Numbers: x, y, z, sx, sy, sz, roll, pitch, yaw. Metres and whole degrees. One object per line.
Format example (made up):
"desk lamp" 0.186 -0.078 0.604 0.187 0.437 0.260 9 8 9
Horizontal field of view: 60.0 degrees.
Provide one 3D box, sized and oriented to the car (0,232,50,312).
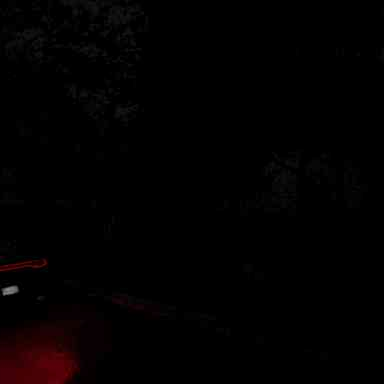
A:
"car" -4.993 1.514 6.937 5.008 1.535 1.882 -1 -1 36
